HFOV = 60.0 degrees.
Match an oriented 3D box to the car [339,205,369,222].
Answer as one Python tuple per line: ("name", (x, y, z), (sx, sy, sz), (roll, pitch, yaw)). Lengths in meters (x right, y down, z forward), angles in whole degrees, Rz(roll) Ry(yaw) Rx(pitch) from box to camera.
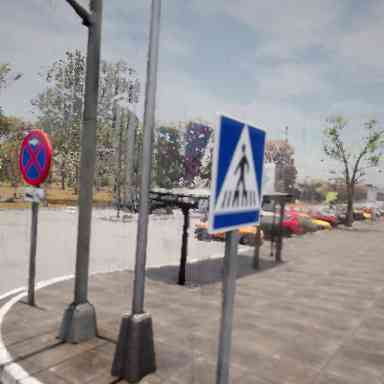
("car", (23.629, 3.343, 51.508), (5.566, 2.045, 2.435), (6, 2, 16))

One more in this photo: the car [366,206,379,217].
("car", (30.541, 3.747, 61.273), (5.566, 2.045, 2.435), (6, 2, 16))

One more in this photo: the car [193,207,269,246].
("car", (2.510, 2.398, 22.276), (4.553, 1.767, 2.185), (6, 2, 16))

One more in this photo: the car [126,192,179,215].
("car", (-4.136, 1.309, 36.584), (2.150, 2.045, 5.566), (6, 2, 35))

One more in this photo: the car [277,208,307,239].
("car", (6.086, 2.450, 27.114), (5.566, 2.045, 2.435), (6, 2, 16))

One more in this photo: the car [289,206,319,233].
("car", (7.908, 2.542, 29.542), (5.566, 2.045, 2.435), (6, 2, 16))

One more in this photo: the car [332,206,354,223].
("car", (18.387, 3.189, 44.178), (4.553, 1.767, 2.185), (6, 2, 15))

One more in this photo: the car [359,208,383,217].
("car", (40.996, 4.680, 75.924), (4.674, 1.452, 2.002), (6, 2, 16))

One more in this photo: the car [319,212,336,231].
("car", (11.543, 2.978, 34.384), (5.366, 1.575, 1.946), (6, 2, 16))

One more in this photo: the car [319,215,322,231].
("car", (9.606, 2.916, 32.000), (4.674, 1.452, 2.002), (6, 2, 16))

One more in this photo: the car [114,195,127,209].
("car", (-6.404, 1.064, 38.544), (2.150, 2.045, 5.566), (6, 2, 36))

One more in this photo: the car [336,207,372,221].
("car", (28.623, 3.871, 58.884), (5.366, 1.575, 1.946), (6, 2, 16))

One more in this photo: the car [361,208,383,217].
("car", (42.773, 4.765, 78.370), (4.792, 1.488, 2.163), (6, 2, 16))

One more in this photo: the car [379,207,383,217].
("car", (35.766, 4.325, 68.607), (5.008, 1.535, 2.097), (6, 1, 16))

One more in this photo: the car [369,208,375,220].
("car", (27.240, 3.807, 56.351), (5.366, 1.575, 1.946), (6, 2, 16))

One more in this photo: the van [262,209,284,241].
("van", (4.228, 2.379, 24.711), (4.442, 1.987, 1.878), (6, 2, 16))

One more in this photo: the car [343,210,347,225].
("car", (16.606, 3.223, 41.748), (4.892, 1.521, 2.231), (6, 2, 16))

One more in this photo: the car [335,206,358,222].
("car", (20.072, 3.273, 46.642), (4.553, 1.767, 2.185), (6, 2, 16))

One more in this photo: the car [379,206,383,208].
("car", (39.299, 4.415, 73.472), (4.553, 1.767, 2.185), (6, 2, 16))

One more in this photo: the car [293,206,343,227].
("car", (13.164, 2.801, 36.860), (5.566, 2.045, 2.435), (6, 2, 16))

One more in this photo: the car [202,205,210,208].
("car", (3.251, 2.325, 31.826), (1.882, 1.535, 5.008), (6, 2, 36))

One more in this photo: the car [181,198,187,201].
("car", (-0.659, 1.603, 46.550), (1.882, 1.535, 5.008), (6, 2, 35))

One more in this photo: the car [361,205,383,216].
("car", (44.542, 4.577, 80.801), (5.566, 2.045, 2.435), (6, 2, 16))

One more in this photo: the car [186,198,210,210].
("car", (1.991, 1.937, 45.132), (2.033, 1.411, 5.357), (6, 2, 36))

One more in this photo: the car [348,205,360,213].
("car", (41.779, 4.331, 85.690), (2.097, 1.767, 4.553), (6, 2, 36))
